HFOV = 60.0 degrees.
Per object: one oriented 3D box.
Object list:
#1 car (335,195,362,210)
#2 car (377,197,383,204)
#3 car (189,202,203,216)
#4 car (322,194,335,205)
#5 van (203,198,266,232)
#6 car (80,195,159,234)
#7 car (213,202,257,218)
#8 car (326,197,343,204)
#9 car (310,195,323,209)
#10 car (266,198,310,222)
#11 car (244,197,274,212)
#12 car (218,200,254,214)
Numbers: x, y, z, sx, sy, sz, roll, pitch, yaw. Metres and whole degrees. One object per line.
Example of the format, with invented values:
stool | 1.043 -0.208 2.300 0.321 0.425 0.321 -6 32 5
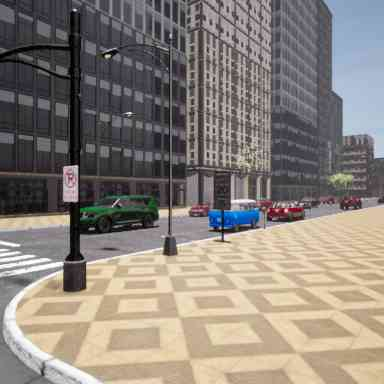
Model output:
car | 21.265 1.370 44.465 2.192 1.841 5.009 0 0 38
car | 38.286 1.660 66.468 1.947 1.339 4.313 0 0 38
car | 1.416 1.607 31.684 1.802 1.307 4.206 0 0 38
car | 25.246 1.383 62.490 2.192 1.841 5.009 0 0 38
van | 2.670 1.370 20.245 1.690 1.788 3.998 0 0 38
car | -4.433 1.240 20.054 2.150 2.045 5.566 0 0 39
car | 4.114 1.629 31.139 1.895 1.301 4.718 0 0 38
car | 28.650 1.627 66.890 2.008 1.369 4.403 0 0 38
car | 16.220 1.548 46.628 2.128 1.511 4.902 0 0 38
car | 7.648 1.474 26.862 1.967 1.590 4.097 0 0 38
car | 8.224 1.474 40.486 1.967 1.590 4.097 0 0 38
car | 4.820 1.574 36.085 1.887 1.381 4.507 0 0 38
